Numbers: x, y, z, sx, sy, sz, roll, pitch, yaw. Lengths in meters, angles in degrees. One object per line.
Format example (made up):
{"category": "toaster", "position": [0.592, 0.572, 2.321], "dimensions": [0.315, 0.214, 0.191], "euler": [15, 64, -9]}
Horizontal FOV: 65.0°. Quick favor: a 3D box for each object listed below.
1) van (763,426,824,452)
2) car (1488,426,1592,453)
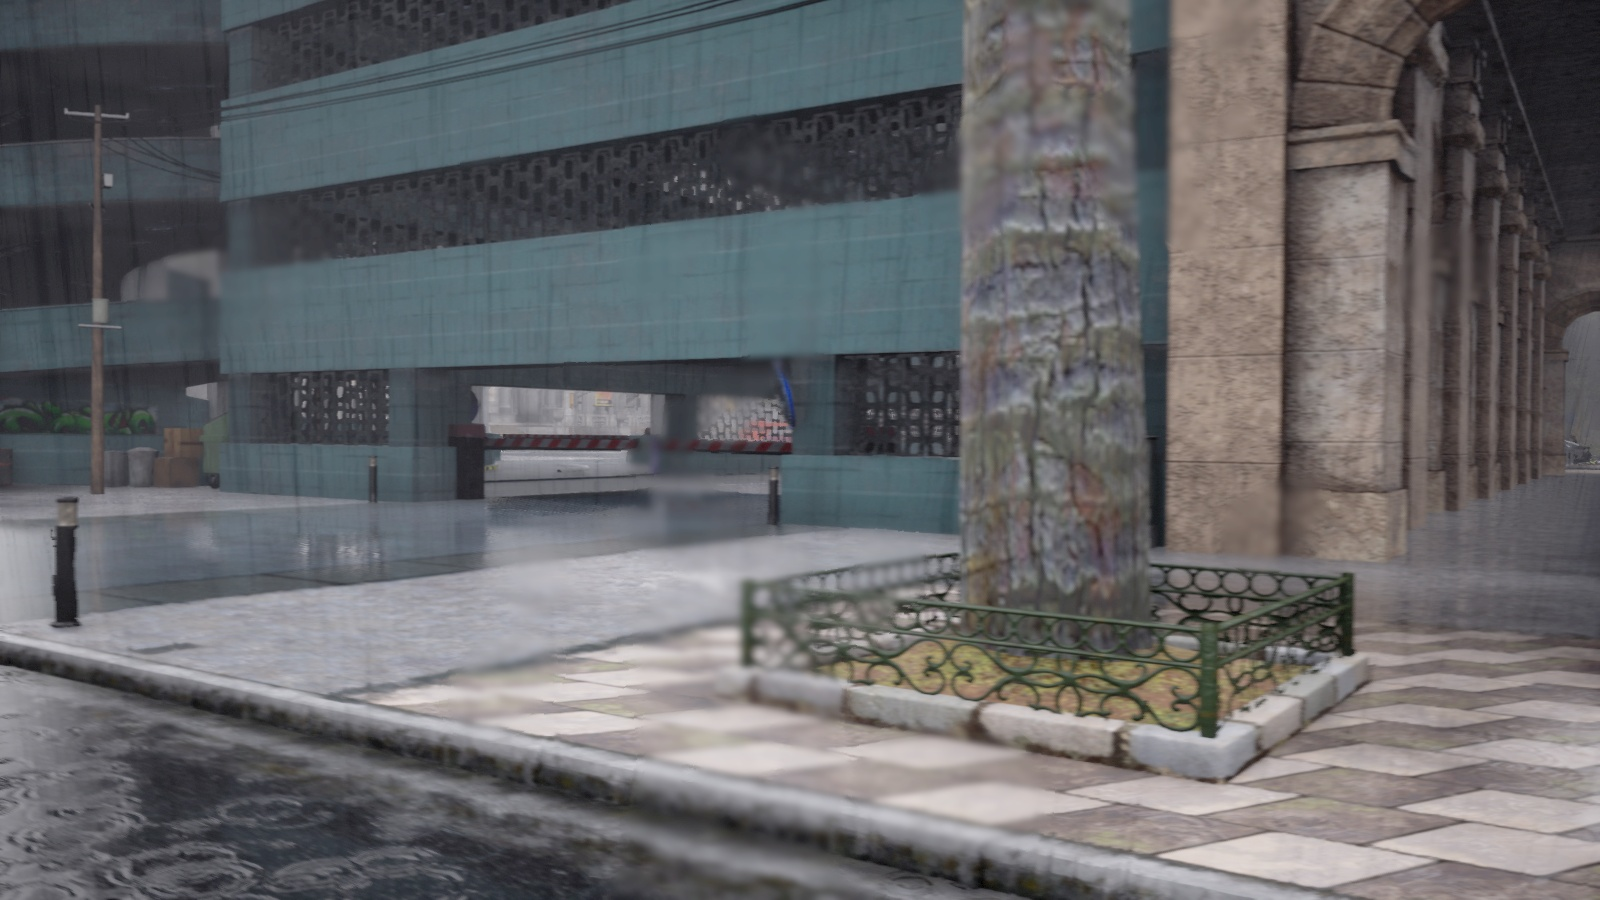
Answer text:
{"category": "van", "position": [-0.521, -0.852, 98.042], "dimensions": [4.442, 1.987, 1.775], "euler": [-1, 1, 25]}
{"category": "car", "position": [41.536, -0.603, 70.528], "dimensions": [4.892, 1.490, 1.837], "euler": [0, 1, 34]}
